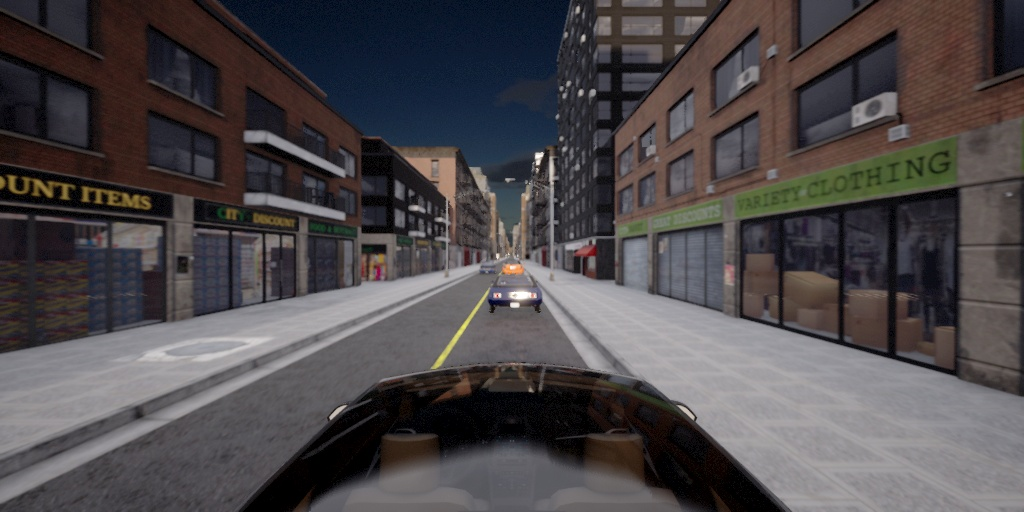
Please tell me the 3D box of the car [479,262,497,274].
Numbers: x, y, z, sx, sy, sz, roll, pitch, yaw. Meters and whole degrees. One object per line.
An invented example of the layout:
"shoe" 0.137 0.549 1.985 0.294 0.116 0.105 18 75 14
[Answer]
"car" -2.718 1.360 41.582 2.033 1.411 5.357 0 0 0

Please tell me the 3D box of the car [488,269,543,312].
"car" 0.110 1.371 14.312 1.895 1.301 4.718 0 0 0

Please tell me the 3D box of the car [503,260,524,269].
"car" 0.132 1.156 36.448 2.097 1.767 4.553 0 0 0
